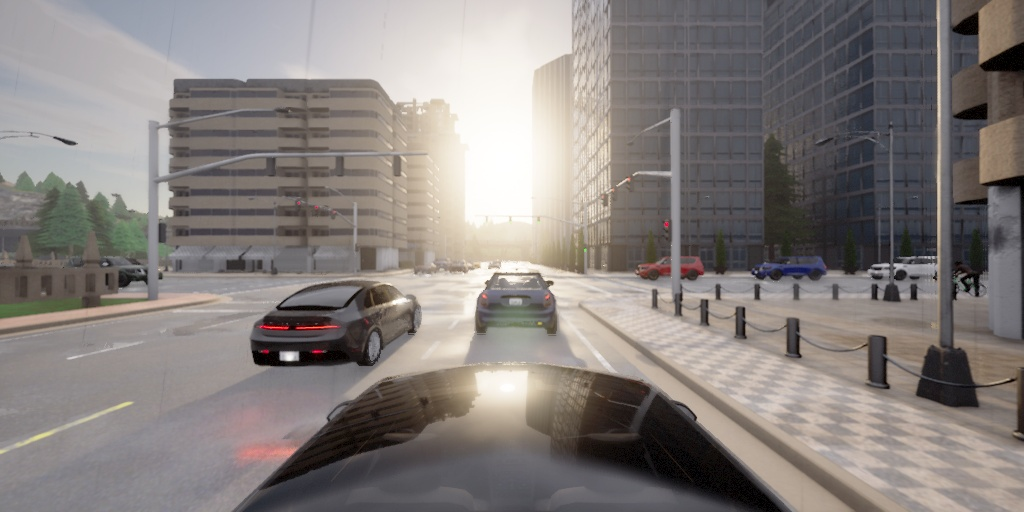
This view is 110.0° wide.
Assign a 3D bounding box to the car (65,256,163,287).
[{"bbox_3d":[-27.317,1.042,24.585,5.566,2.045,2.150,0,0,3],"label":"car"}]

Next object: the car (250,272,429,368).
[{"bbox_3d":[-3.418,1.291,7.952,1.837,1.490,4.892,0,0,0],"label":"car"}]

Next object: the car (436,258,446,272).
[{"bbox_3d":[-10.536,1.260,54.028,2.150,2.045,5.566,0,0,0],"label":"car"}]

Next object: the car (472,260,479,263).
[{"bbox_3d":[-7.022,1.604,57.374,2.033,1.411,5.357,0,0,0],"label":"car"}]

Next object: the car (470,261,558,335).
[{"bbox_3d":[0.213,1.152,10.882,2.097,1.767,4.553,0,0,3],"label":"car"}]

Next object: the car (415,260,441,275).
[{"bbox_3d":[-10.591,1.510,44.320,1.812,1.442,4.674,0,0,1],"label":"car"}]

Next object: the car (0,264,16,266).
[{"bbox_3d":[-37.117,1.333,26.152,4.892,1.490,1.837,0,0,17],"label":"car"}]

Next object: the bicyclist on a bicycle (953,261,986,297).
[{"bbox_3d":[21.017,1.079,16.713,0.582,1.620,1.656,0,-1,0],"label":"bicyclist on a bicycle"}]

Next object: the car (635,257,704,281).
[{"bbox_3d":[13.705,1.080,31.245,5.566,2.045,2.150,0,0,0],"label":"car"}]

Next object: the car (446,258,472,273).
[{"bbox_3d":[-7.046,1.356,47.904,2.097,1.767,4.553,0,0,0],"label":"car"}]

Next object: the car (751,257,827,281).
[{"bbox_3d":[24.025,1.079,31.175,5.566,2.045,2.150,0,0,1],"label":"car"}]

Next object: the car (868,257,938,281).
[{"bbox_3d":[34.387,1.078,31.108,5.566,2.045,2.150,0,0,0],"label":"car"}]
